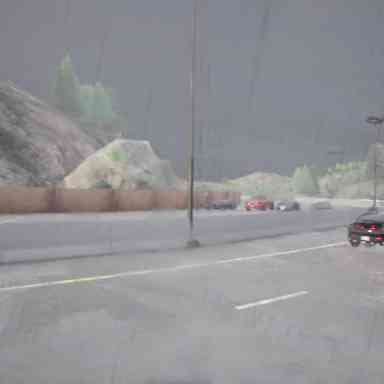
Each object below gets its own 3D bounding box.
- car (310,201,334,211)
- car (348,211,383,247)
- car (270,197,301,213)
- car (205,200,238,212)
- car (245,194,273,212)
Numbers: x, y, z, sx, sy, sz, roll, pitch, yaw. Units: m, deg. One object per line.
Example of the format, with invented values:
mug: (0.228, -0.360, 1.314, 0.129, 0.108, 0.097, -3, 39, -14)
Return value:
car: (14.934, 1.760, 38.006, 1.994, 1.385, 4.181, 1, 0, 32)
car: (8.592, 1.621, 14.526, 4.892, 1.490, 1.837, 2, 0, -41)
car: (11.303, 1.628, 38.778, 2.128, 1.511, 4.902, 1, 0, 32)
car: (3.549, 1.609, 39.772, 1.895, 1.301, 4.718, 1, 0, 36)
car: (8.436, 1.309, 40.649, 2.150, 2.045, 5.566, 1, 0, 33)
